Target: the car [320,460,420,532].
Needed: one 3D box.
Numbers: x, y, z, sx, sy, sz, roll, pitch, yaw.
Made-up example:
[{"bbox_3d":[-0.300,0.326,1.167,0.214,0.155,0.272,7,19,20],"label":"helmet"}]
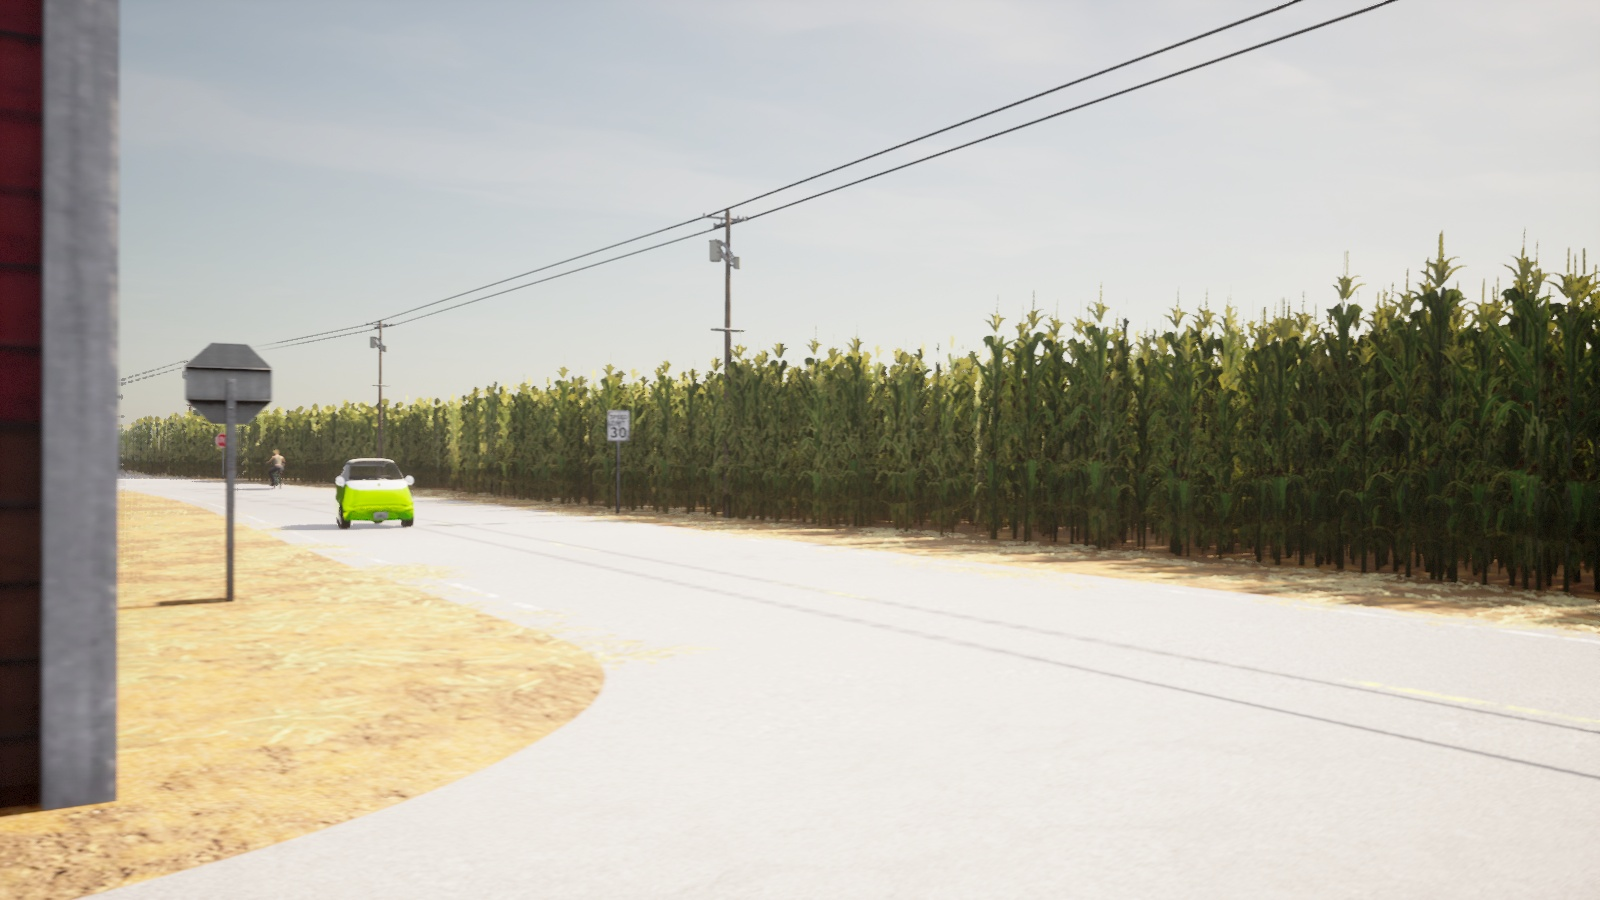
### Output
[{"bbox_3d":[-8.640,0.886,25.163,1.481,1.376,2.207,0,0,-30],"label":"car"}]
